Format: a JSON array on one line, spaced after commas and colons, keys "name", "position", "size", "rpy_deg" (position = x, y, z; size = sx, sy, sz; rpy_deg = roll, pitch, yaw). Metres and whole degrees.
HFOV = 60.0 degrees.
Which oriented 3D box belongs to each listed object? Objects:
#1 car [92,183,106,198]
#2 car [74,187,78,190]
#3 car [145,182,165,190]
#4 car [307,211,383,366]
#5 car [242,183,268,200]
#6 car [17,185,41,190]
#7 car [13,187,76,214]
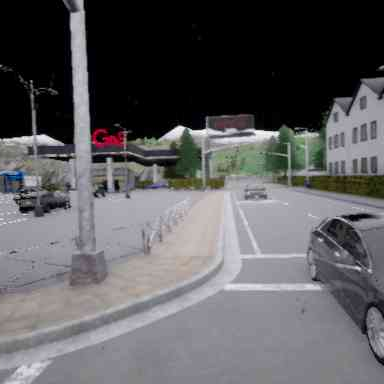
[{"name": "car", "position": [-12.325, -0.228, 41.975], "size": [1.905, 1.878, 3.866], "rpy_deg": [-2, 2, 6]}, {"name": "car", "position": [-15.562, 0.120, 42.927], "size": [1.970, 1.475, 3.806], "rpy_deg": [-2, 2, 6]}, {"name": "car", "position": [-8.414, -1.382, 75.737], "size": [4.611, 1.667, 2.242], "rpy_deg": [-2, 2, 6]}, {"name": "car", "position": [3.145, 1.162, 5.145], "size": [1.837, 1.490, 4.892], "rpy_deg": [-2, 4, 6]}, {"name": "car", "position": [5.753, -0.040, 30.714], "size": [1.812, 1.442, 4.674], "rpy_deg": [-2, 4, 6]}, {"name": "car", "position": [-16.370, 0.241, 34.483], "size": [1.932, 1.855, 4.605], "rpy_deg": [-2, 2, 6]}, {"name": "car", "position": [-10.447, 0.702, 23.846], "size": [2.007, 1.523, 4.514], "rpy_deg": [-2, 2, 6]}]
